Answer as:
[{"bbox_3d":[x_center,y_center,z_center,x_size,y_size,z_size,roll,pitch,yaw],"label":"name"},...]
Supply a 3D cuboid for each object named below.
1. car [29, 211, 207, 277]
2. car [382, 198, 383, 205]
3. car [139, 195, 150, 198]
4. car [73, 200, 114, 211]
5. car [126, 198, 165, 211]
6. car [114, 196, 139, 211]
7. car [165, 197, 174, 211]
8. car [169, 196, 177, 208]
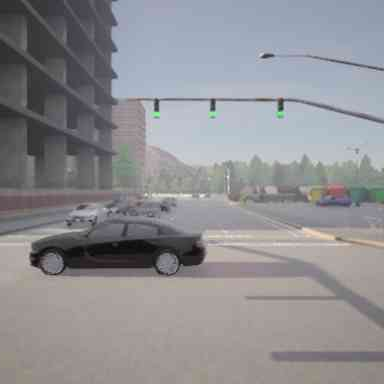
[{"bbox_3d":[-2.062,1.469,9.679,5.008,1.535,1.882,0,0,1],"label":"car"},{"bbox_3d":[25.627,1.105,40.340,4.605,1.855,1.932,0,0,1],"label":"car"},{"bbox_3d":[-6.672,1.261,45.631,2.097,1.767,4.553,0,0,1],"label":"car"},{"bbox_3d":[-6.984,1.468,22.783,1.812,1.442,4.674,0,0,1],"label":"car"},{"bbox_3d":[-3.449,1.441,25.450,1.837,1.490,4.892,0,0,1],"label":"car"},{"bbox_3d":[-6.866,1.420,31.913,2.128,1.511,4.902,0,0,1],"label":"car"},{"bbox_3d":[-3.315,1.521,35.572,1.895,1.301,4.718,0,0,1],"label":"car"},{"bbox_3d":[-3.145,1.391,47.330,2.128,1.511,4.902,0,0,1],"label":"car"}]
